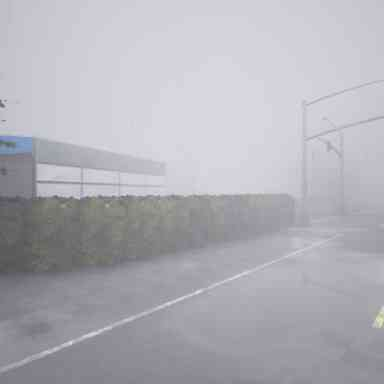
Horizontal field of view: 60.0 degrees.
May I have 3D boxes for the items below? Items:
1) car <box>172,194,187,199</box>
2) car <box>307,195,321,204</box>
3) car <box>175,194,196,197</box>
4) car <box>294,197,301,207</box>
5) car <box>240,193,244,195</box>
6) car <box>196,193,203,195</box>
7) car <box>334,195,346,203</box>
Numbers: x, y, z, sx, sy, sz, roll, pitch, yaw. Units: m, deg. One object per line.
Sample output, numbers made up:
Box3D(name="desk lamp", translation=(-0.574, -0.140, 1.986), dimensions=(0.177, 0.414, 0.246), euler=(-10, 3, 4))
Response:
Box3D(name="car", translation=(-3.277, 1.217, 89.803), dimensions=(1.970, 1.475, 3.806), euler=(0, 0, 38))
Box3D(name="car", translation=(22.179, 1.370, 61.143), dimensions=(1.970, 1.475, 3.806), euler=(0, 0, 38))
Box3D(name="car", translation=(-1.875, 1.286, 66.108), dimensions=(2.007, 1.523, 4.514), euler=(0, 0, 38))
Box3D(name="car", translation=(13.036, 1.330, 44.656), dimensions=(2.007, 1.523, 4.514), euler=(0, 0, 38))
Box3D(name="car", translation=(12.034, 1.061, 78.193), dimensions=(1.905, 1.878, 3.866), euler=(0, 0, 38))
Box3D(name="car", translation=(1.971, 1.138, 86.094), dimensions=(2.152, 1.636, 5.027), euler=(0, 0, 38))
Box3D(name="car", translation=(29.106, 1.358, 65.139), dimensions=(1.845, 1.501, 3.633), euler=(0, 0, 38))
